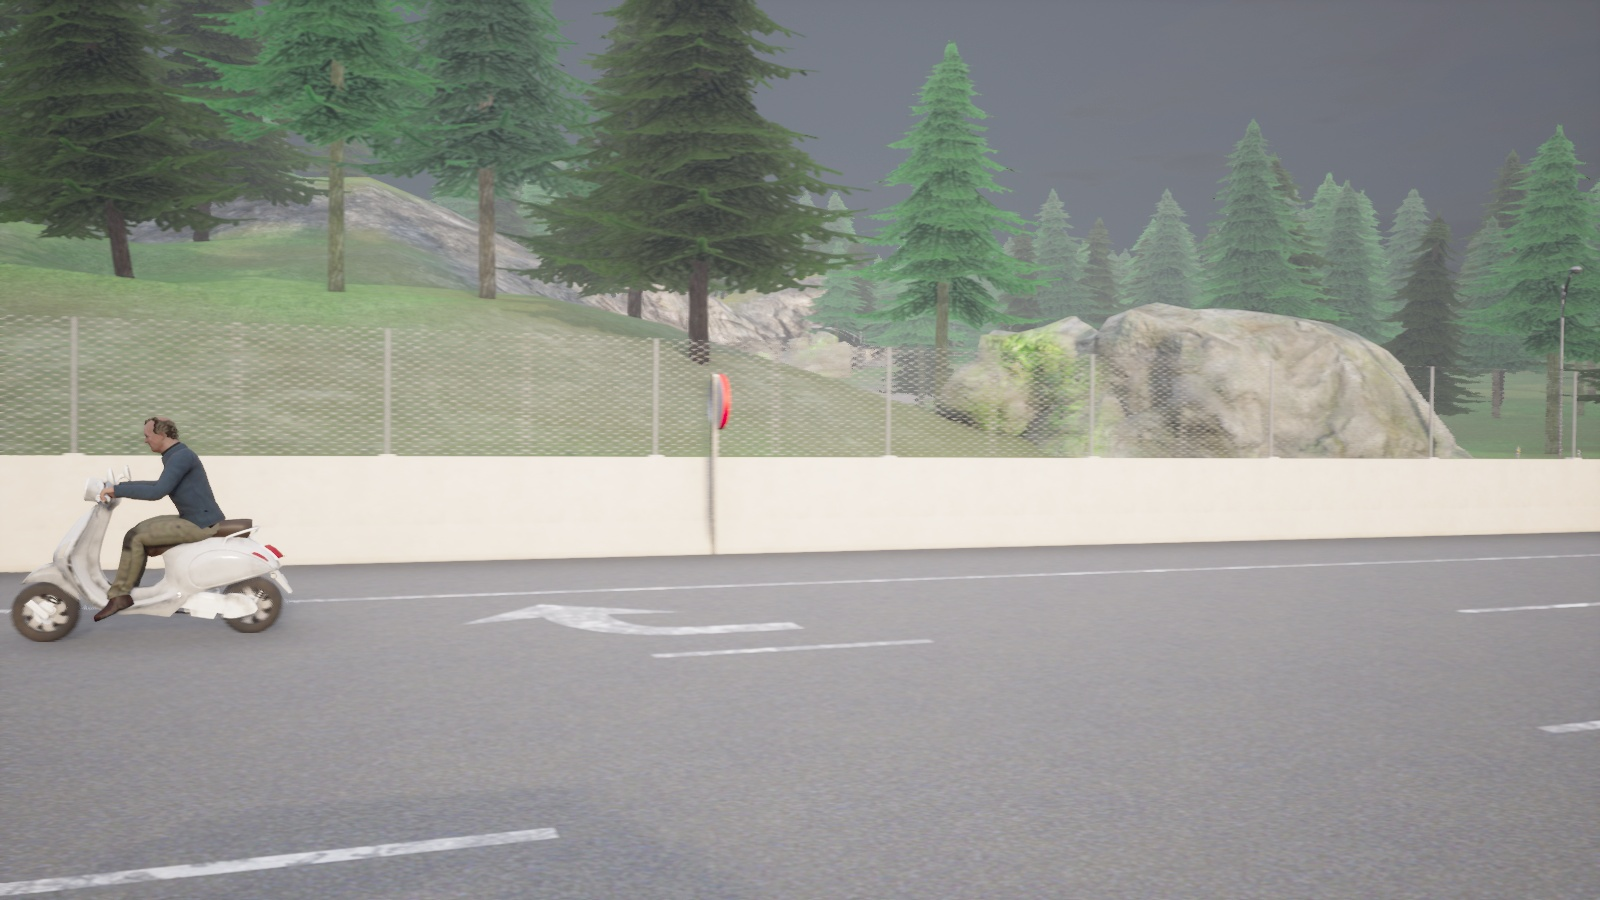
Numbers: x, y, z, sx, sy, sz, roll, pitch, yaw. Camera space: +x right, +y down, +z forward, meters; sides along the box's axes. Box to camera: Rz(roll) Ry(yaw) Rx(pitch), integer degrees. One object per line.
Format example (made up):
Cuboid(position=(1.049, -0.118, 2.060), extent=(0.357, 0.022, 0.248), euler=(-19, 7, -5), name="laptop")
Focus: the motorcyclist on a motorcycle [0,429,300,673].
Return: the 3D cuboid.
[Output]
Cuboid(position=(-4.579, 0.655, 8.987), extent=(1.817, 1.590, 0.866), euler=(-1, 1, -21), name="motorcyclist on a motorcycle")
